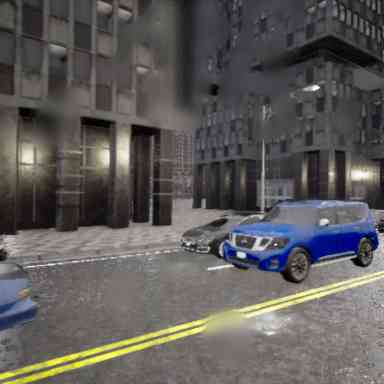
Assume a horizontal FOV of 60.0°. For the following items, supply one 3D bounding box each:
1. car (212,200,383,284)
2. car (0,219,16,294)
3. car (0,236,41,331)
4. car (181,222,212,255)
[{"bbox_3d":[3.523,1.295,10.199,5.566,2.045,2.150,1,0,-36],"label":"car"},{"bbox_3d":[-6.616,1.479,6.954,4.902,1.511,2.128,1,0,-36],"label":"car"},{"bbox_3d":[-4.895,1.533,4.183,5.357,1.411,2.033,1,0,-36],"label":"car"},{"bbox_3d":[1.845,1.580,12.972,4.892,1.490,1.837,1,0,-35],"label":"car"}]
